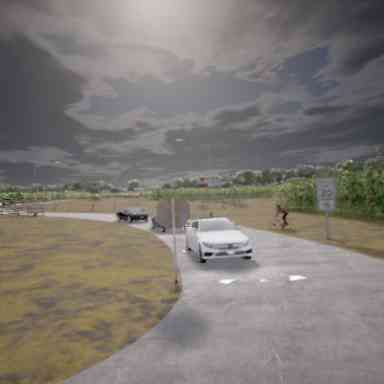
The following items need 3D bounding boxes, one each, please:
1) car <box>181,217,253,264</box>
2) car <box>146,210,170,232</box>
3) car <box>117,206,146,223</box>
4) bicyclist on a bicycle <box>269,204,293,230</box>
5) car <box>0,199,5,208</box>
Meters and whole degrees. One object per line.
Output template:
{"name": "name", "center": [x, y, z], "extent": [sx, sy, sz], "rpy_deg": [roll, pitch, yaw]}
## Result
{"name": "car", "center": [0.879, 1.723, 13.057], "extent": [1.812, 1.442, 4.674], "rpy_deg": [-2, -1, -9]}
{"name": "car", "center": [-1.632, 1.932, 23.631], "extent": [1.837, 1.490, 4.892], "rpy_deg": [-2, -1, -20]}
{"name": "car", "center": [-5.953, 2.171, 33.007], "extent": [1.882, 1.535, 5.008], "rpy_deg": [-2, -1, -31]}
{"name": "bicyclist on a bicycle", "center": [5.636, 1.592, 21.060], "extent": [1.656, 1.620, 0.582], "rpy_deg": [-1, -1, -15]}
{"name": "car", "center": [-46.414, 2.828, 78.837], "extent": [2.150, 2.045, 5.566], "rpy_deg": [-2, 0, -25]}
